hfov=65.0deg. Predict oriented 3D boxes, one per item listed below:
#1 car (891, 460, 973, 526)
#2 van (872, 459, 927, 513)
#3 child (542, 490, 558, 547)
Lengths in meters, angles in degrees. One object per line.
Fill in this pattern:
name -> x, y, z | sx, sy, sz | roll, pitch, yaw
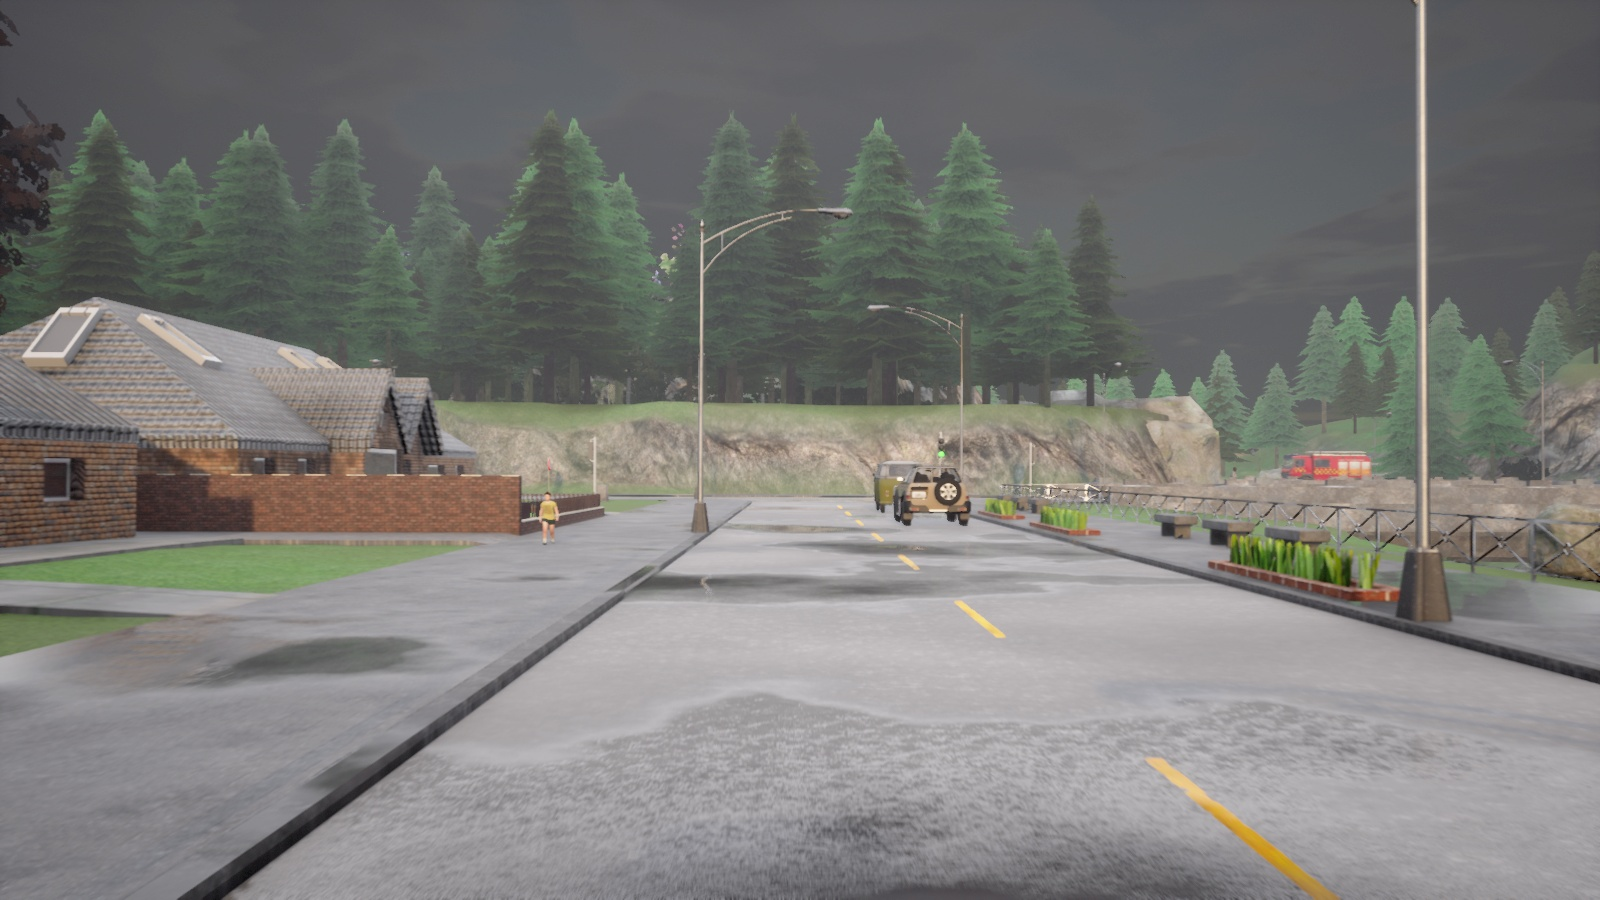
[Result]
car -> 3.882, 1.246, 37.622 | 1.932, 1.855, 4.605 | 0, -1, 0
van -> 3.847, 1.373, 49.039 | 1.775, 1.987, 4.442 | 0, -1, 0
child -> -4.909, 1.337, 24.653 | 0.255, 1.110, 0.394 | 0, -1, -3
